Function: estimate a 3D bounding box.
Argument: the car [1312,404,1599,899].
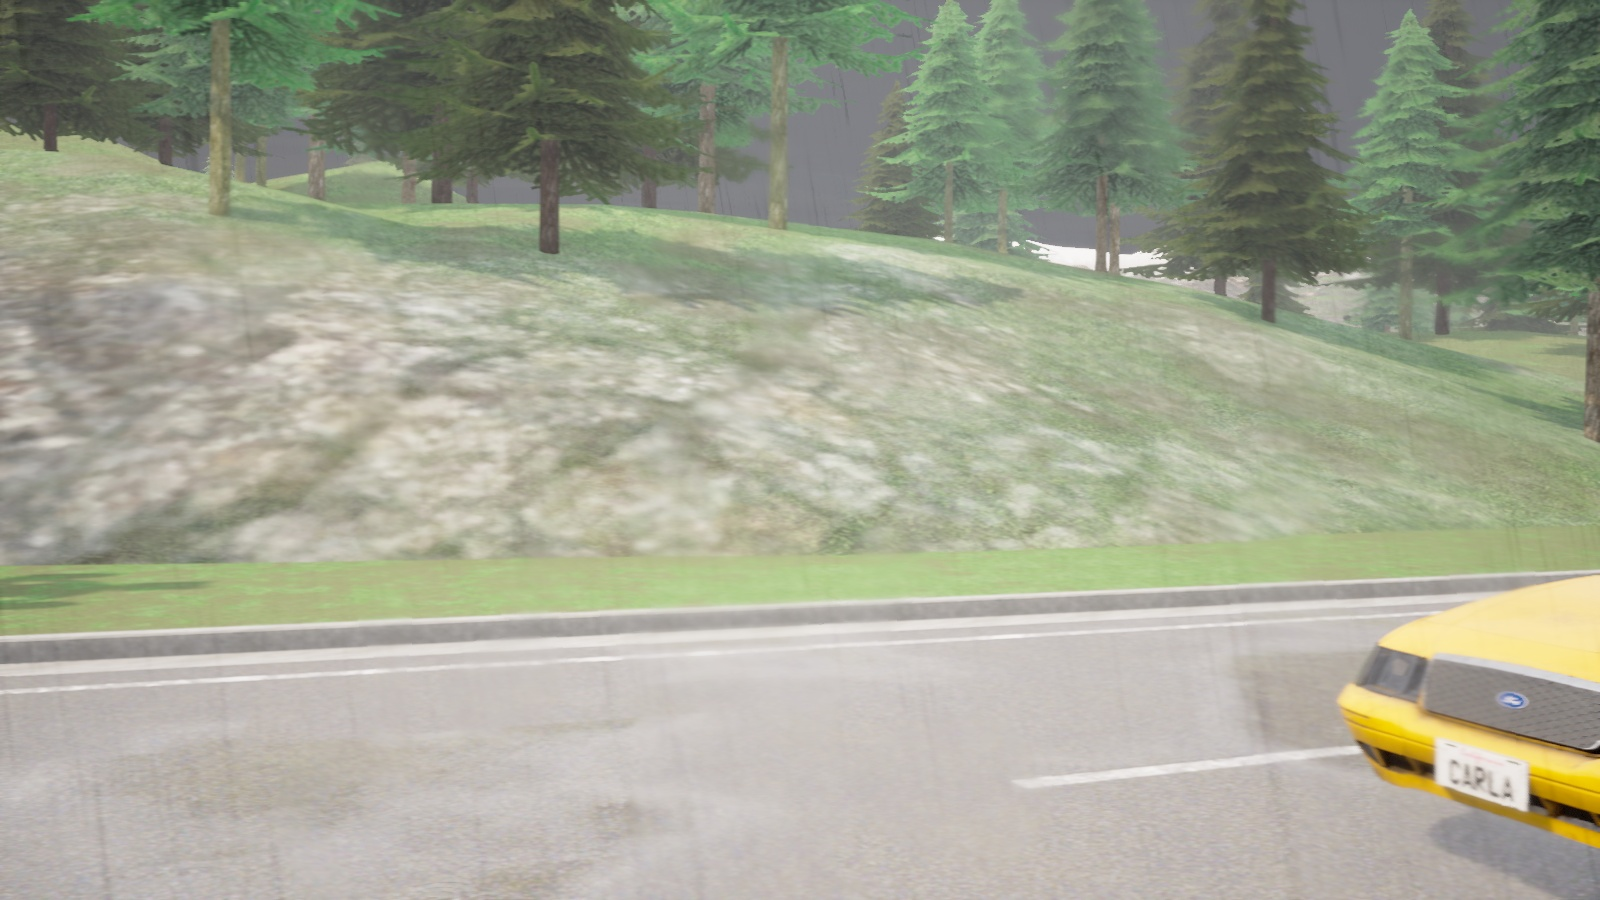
[{"bbox_3d":[4.847,0.601,5.104,5.366,1.575,1.801,-1,1,-22],"label":"car"}]
